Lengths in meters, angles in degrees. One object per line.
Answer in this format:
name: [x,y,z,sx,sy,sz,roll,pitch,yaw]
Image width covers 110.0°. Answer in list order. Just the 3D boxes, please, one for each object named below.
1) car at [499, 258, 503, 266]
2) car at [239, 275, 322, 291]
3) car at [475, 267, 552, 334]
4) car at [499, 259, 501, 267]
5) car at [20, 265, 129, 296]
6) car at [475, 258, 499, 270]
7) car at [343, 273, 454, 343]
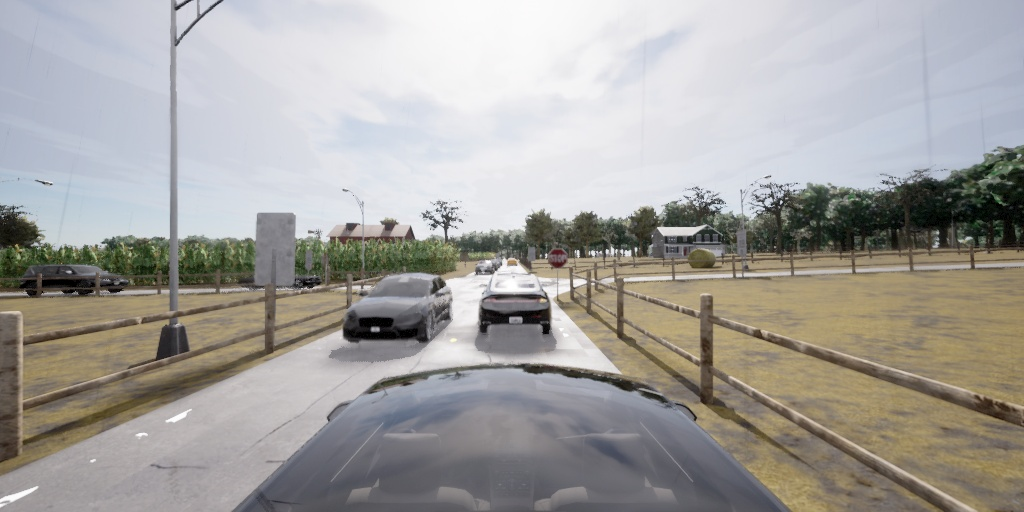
car: [-2.918,1.258,59.392,1.812,1.442,4.674,0,0,1]
car: [-15.710,1.681,24.544,4.718,1.301,1.895,-1,-2,0]
car: [0.054,1.249,10.639,2.128,1.511,4.902,0,0,-1]
car: [-2.913,1.340,49.162,1.895,1.301,4.718,0,0,0]
car: [-29.814,1.600,24.532,5.566,2.045,2.150,-1,-2,0]
car: [-2.948,1.237,39.967,2.128,1.511,4.902,0,0,1]
car: [-2.799,1.261,9.815,1.837,1.490,4.892,0,0,0]
